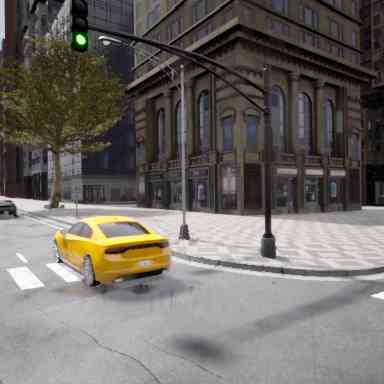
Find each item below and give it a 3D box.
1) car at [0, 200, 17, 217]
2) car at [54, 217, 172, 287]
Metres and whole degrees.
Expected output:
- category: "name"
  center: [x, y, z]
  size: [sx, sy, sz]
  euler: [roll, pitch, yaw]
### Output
- category: "car"
  center: [-16.798, 1.446, 29.493]
  size: [1.837, 1.490, 4.892]
  euler: [-1, 1, -36]
- category: "car"
  center: [-2.486, 1.446, 9.455]
  size: [1.882, 1.535, 5.008]
  euler: [-1, 1, -36]
